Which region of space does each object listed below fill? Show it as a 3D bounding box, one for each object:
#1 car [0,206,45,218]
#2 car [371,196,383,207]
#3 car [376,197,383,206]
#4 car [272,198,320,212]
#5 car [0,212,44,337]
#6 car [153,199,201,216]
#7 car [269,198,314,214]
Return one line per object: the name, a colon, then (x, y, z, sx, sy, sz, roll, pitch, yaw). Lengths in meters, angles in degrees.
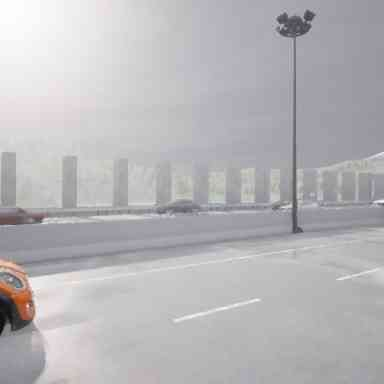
car: (-12.058, 1.601, 21.128, 4.718, 1.301, 1.895, 0, 0, -35)
car: (20.896, 1.220, 34.291, 5.566, 2.045, 2.150, 0, 0, -32)
car: (32.008, 1.500, 53.674, 4.892, 1.490, 1.837, 0, 0, -32)
car: (10.231, 1.524, 31.728, 4.674, 1.442, 1.812, 0, 0, -32)
car: (-4.722, 1.353, 4.625, 4.553, 1.767, 2.097, 0, 0, -36)
car: (-1.416, 1.504, 32.527, 4.892, 1.490, 1.837, 0, 0, -33)
car: (10.913, 1.476, 36.300, 5.008, 1.535, 1.882, 0, 0, -32)
